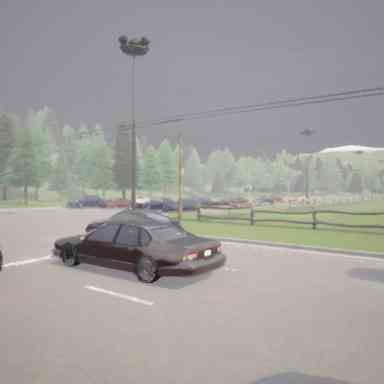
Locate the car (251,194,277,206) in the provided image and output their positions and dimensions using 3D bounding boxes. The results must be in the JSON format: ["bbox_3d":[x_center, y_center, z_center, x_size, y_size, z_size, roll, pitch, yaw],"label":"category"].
[{"bbox_3d":[10.744,1.359,51.207,2.128,1.511,4.902,0,0,36],"label":"car"}]

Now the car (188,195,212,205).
[{"bbox_3d":[1.426,1.326,56.238,1.812,1.442,4.674,0,0,37],"label":"car"}]

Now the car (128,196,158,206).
[{"bbox_3d":[-4.384,1.444,36.411,1.895,1.301,4.718,0,0,33],"label":"car"}]

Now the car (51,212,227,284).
[{"bbox_3d":[-1.701,1.504,9.461,5.357,1.411,2.033,0,0,34],"label":"car"}]

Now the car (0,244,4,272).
[{"bbox_3d":[-6.645,1.460,8.444,4.674,1.442,1.812,1,0,32],"label":"car"}]

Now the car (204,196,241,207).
[{"bbox_3d":[3.897,1.468,41.845,1.895,1.301,4.718,0,0,36],"label":"car"}]

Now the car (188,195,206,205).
[{"bbox_3d":[0.802,1.408,43.545,1.994,1.385,4.181,0,0,36],"label":"car"}]

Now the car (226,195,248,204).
[{"bbox_3d":[6.803,1.447,51.751,1.895,1.301,4.718,0,0,36],"label":"car"}]

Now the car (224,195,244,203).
[{"bbox_3d":[8.322,1.280,65.548,1.882,1.535,5.008,0,0,36],"label":"car"}]

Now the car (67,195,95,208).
[{"bbox_3d":[-13.405,1.127,41.817,2.097,1.767,4.553,0,0,35],"label":"car"}]

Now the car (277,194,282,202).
[{"bbox_3d":[15.410,1.200,63.400,2.097,1.767,4.553,0,0,36],"label":"car"}]

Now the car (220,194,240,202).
[{"bbox_3d":[8.170,1.292,71.270,2.128,1.511,4.902,0,0,36],"label":"car"}]

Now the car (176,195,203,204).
[{"bbox_3d":[-0.435,1.326,59.578,2.033,1.411,5.357,0,0,36],"label":"car"}]

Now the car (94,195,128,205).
[{"bbox_3d":[-9.480,1.361,41.313,1.994,1.385,4.181,0,0,36],"label":"car"}]

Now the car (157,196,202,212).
[{"bbox_3d":[-1.259,1.430,34.763,1.994,1.385,4.181,0,0,36],"label":"car"}]

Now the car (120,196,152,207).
[{"bbox_3d":[-8.236,1.302,48.948,1.812,1.442,4.674,0,0,36],"label":"car"}]

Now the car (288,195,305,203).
[{"bbox_3d":[20.081,1.395,63.842,1.882,1.535,5.008,0,0,36],"label":"car"}]

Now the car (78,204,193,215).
[{"bbox_3d":[-2.513,1.460,14.232,4.674,1.442,1.812,1,0,34],"label":"car"}]

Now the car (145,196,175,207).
[{"bbox_3d":[-4.534,1.363,48.104,1.994,1.385,4.181,0,0,36],"label":"car"}]
